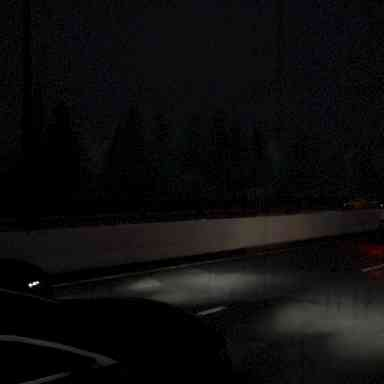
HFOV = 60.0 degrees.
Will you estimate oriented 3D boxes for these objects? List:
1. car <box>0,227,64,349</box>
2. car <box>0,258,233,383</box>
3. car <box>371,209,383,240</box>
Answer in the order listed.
[{"bbox_3d":[-4.649,1.492,4.730,4.902,1.511,2.128,0,0,-35],"label":"car"},{"bbox_3d":[-1.842,1.492,2.433,4.902,1.511,2.128,0,0,-35],"label":"car"},{"bbox_3d":[10.475,1.527,15.530,4.674,1.442,1.812,0,0,-36],"label":"car"}]
